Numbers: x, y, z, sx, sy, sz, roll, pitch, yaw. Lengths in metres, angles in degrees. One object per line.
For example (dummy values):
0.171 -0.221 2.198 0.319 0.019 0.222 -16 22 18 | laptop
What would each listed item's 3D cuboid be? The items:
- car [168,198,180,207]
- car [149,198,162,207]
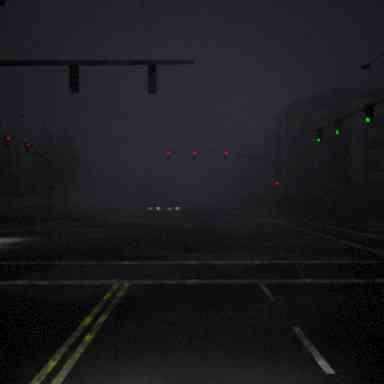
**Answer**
-3.506 1.956 64.064 2.097 1.767 4.553 0 0 0 | car
-7.006 1.956 64.063 2.097 1.767 4.553 0 0 0 | car
